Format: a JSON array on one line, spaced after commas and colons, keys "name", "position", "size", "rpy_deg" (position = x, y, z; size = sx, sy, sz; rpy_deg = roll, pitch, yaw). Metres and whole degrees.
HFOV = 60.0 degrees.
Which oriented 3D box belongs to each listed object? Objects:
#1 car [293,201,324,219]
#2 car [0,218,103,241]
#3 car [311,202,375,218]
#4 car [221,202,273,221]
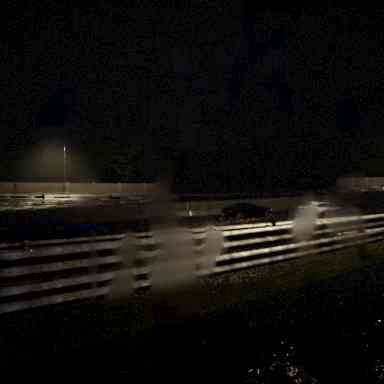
[{"name": "car", "position": [10.478, 1.477, 27.067], "size": [4.674, 1.442, 1.812], "rpy_deg": [-2, 2, -21]}, {"name": "car", "position": [-6.962, 2.003, 16.741], "size": [5.008, 1.535, 1.882], "rpy_deg": [-2, 1, -21]}, {"name": "car", "position": [10.969, 1.588, 23.515], "size": [4.181, 1.385, 1.994], "rpy_deg": [-2, 2, -21]}, {"name": "car", "position": [4.743, 1.611, 28.655], "size": [4.674, 1.442, 1.812], "rpy_deg": [-2, 1, -21]}]
